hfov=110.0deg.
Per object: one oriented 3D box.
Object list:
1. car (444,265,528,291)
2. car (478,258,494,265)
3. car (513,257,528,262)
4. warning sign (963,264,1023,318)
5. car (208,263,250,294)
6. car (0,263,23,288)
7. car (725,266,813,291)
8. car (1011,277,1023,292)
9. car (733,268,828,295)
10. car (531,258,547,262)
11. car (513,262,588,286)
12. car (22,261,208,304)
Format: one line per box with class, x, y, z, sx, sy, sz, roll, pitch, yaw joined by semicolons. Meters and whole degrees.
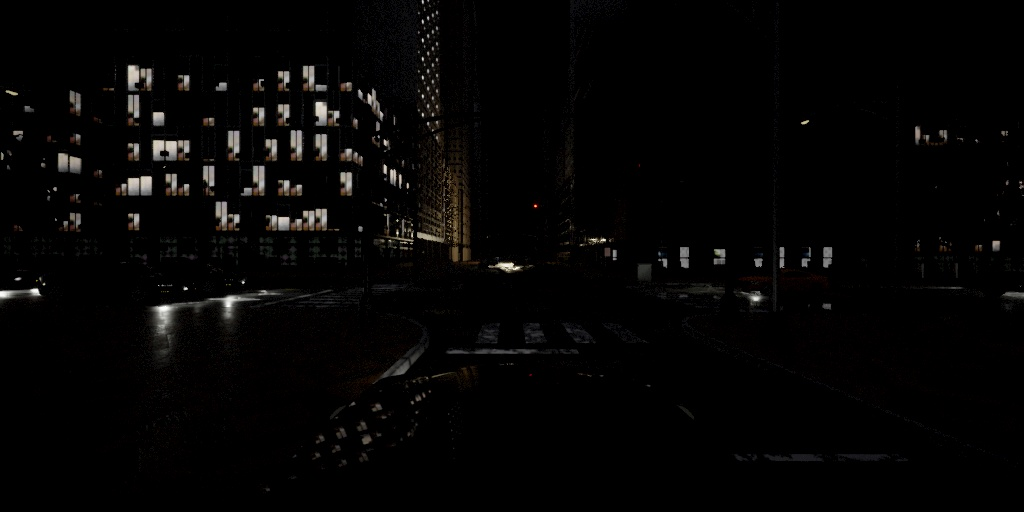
car;-1.607;1.361;21.456;4.718;1.301;1.895;0;0;-2
car;-4.039;1.342;52.171;1.802;1.307;4.207;0;0;0
car;1.319;1.104;64.781;2.097;1.767;4.553;0;0;0
warning sign;17.272;1.204;12.881;1.060;1.860;1.300;0;0;-3
car;-15.510;0.994;17.358;4.892;1.490;1.837;1;0;-3
car;-25.388;0.873;16.903;4.181;1.385;1.994;1;0;-3
car;18.274;1.580;25.641;5.008;1.535;1.882;1;0;-3
car;39.985;1.996;26.636;4.892;1.490;1.837;1;0;-2
car;16.743;1.554;22.316;5.008;1.535;1.882;0;0;-3
car;3.915;1.329;46.680;1.948;1.339;4.313;0;0;0
car;2.478;1.316;24.909;5.357;1.411;2.033;0;0;-3
car;-15.362;0.998;14.112;4.892;1.490;1.837;1;0;-3
